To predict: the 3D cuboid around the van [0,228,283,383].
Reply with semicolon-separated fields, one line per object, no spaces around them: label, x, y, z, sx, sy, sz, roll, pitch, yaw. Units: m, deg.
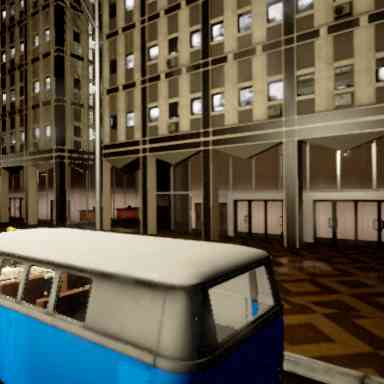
van;-1.036;1.364;3.617;3.998;1.788;1.690;-1;-1;35
